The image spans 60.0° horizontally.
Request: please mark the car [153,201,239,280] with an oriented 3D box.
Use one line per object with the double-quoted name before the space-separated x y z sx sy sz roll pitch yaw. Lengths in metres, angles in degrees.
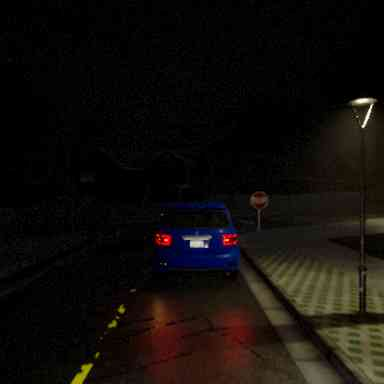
"car" 0.113 1.286 10.289 2.150 2.045 5.566 0 0 0
